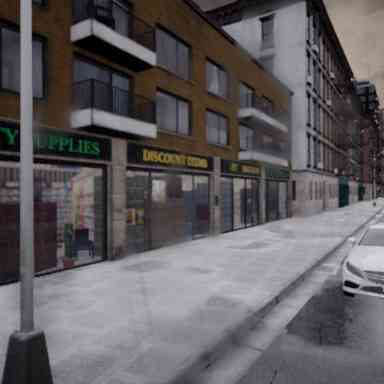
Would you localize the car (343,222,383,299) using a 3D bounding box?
[{"bbox_3d":[4.882,1.499,7.970,1.812,1.442,4.674,0,0,33],"label":"car"}]
